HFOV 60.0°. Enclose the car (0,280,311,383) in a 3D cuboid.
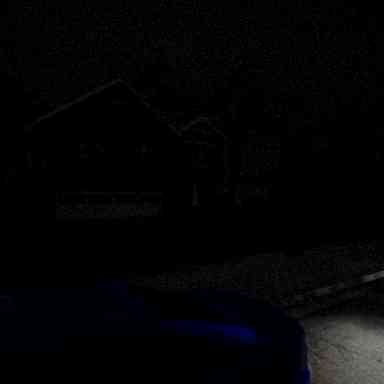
[{"bbox_3d":[-1.315,1.478,2.134,5.008,1.535,1.882,0,0,-35],"label":"car"}]
